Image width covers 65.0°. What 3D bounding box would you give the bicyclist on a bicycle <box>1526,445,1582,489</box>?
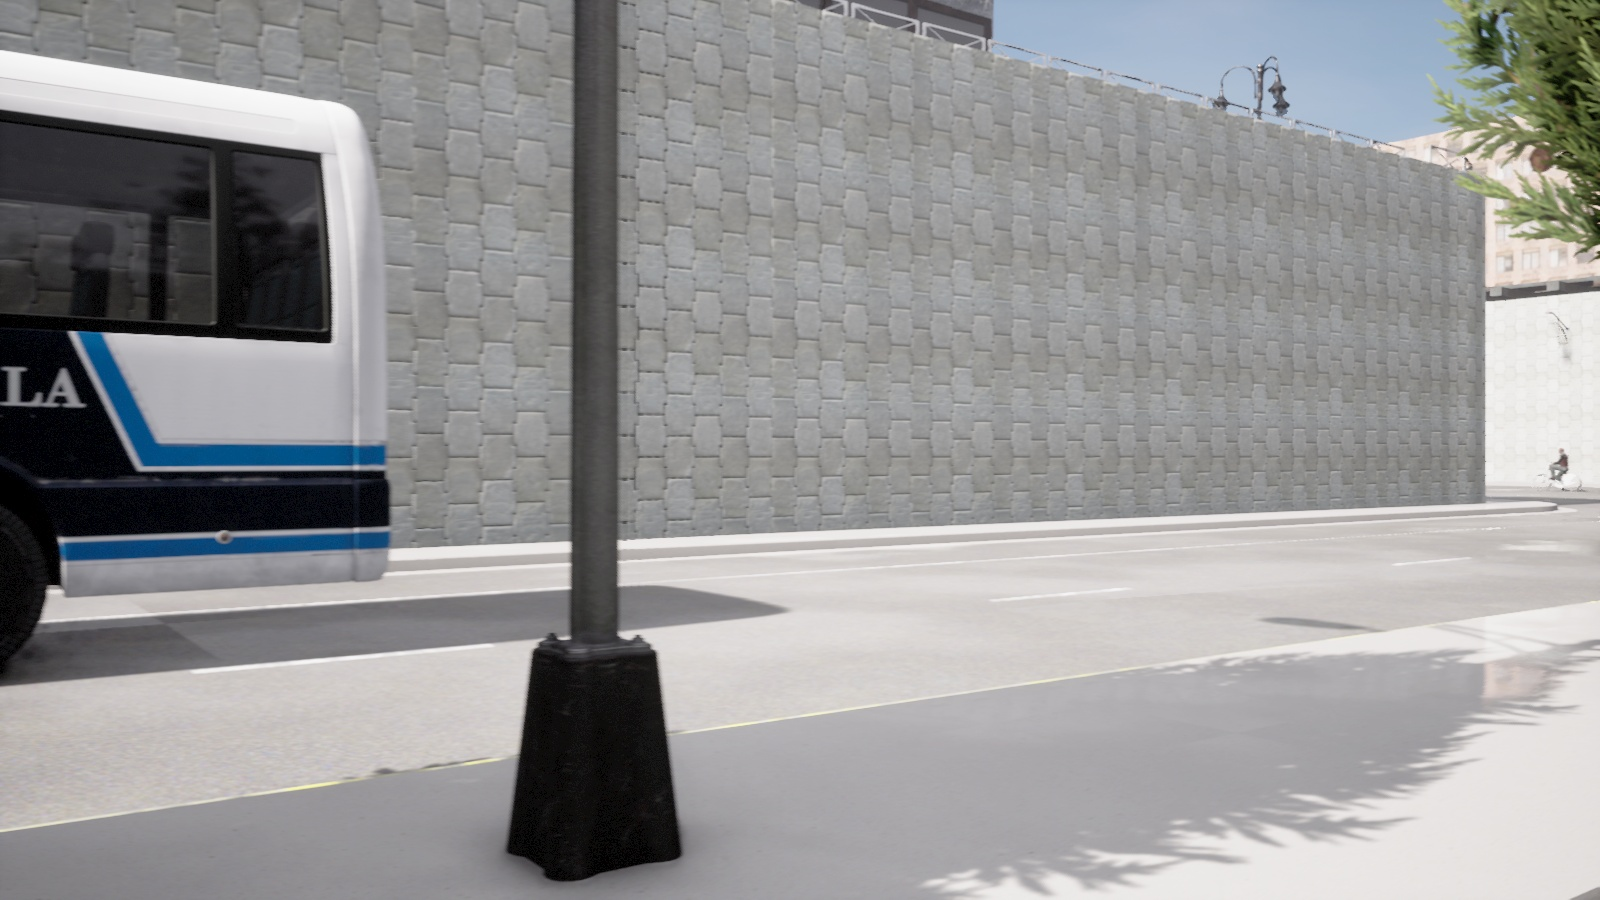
[{"bbox_3d":[30.463,0.675,50.772,0.659,1.776,1.843,0,0,-34],"label":"bicyclist on a bicycle"}]

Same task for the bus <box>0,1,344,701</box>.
[{"bbox_3d":[-8.533,-0.595,7.472,10.273,4.253,3.944,0,0,-35],"label":"bus"}]
